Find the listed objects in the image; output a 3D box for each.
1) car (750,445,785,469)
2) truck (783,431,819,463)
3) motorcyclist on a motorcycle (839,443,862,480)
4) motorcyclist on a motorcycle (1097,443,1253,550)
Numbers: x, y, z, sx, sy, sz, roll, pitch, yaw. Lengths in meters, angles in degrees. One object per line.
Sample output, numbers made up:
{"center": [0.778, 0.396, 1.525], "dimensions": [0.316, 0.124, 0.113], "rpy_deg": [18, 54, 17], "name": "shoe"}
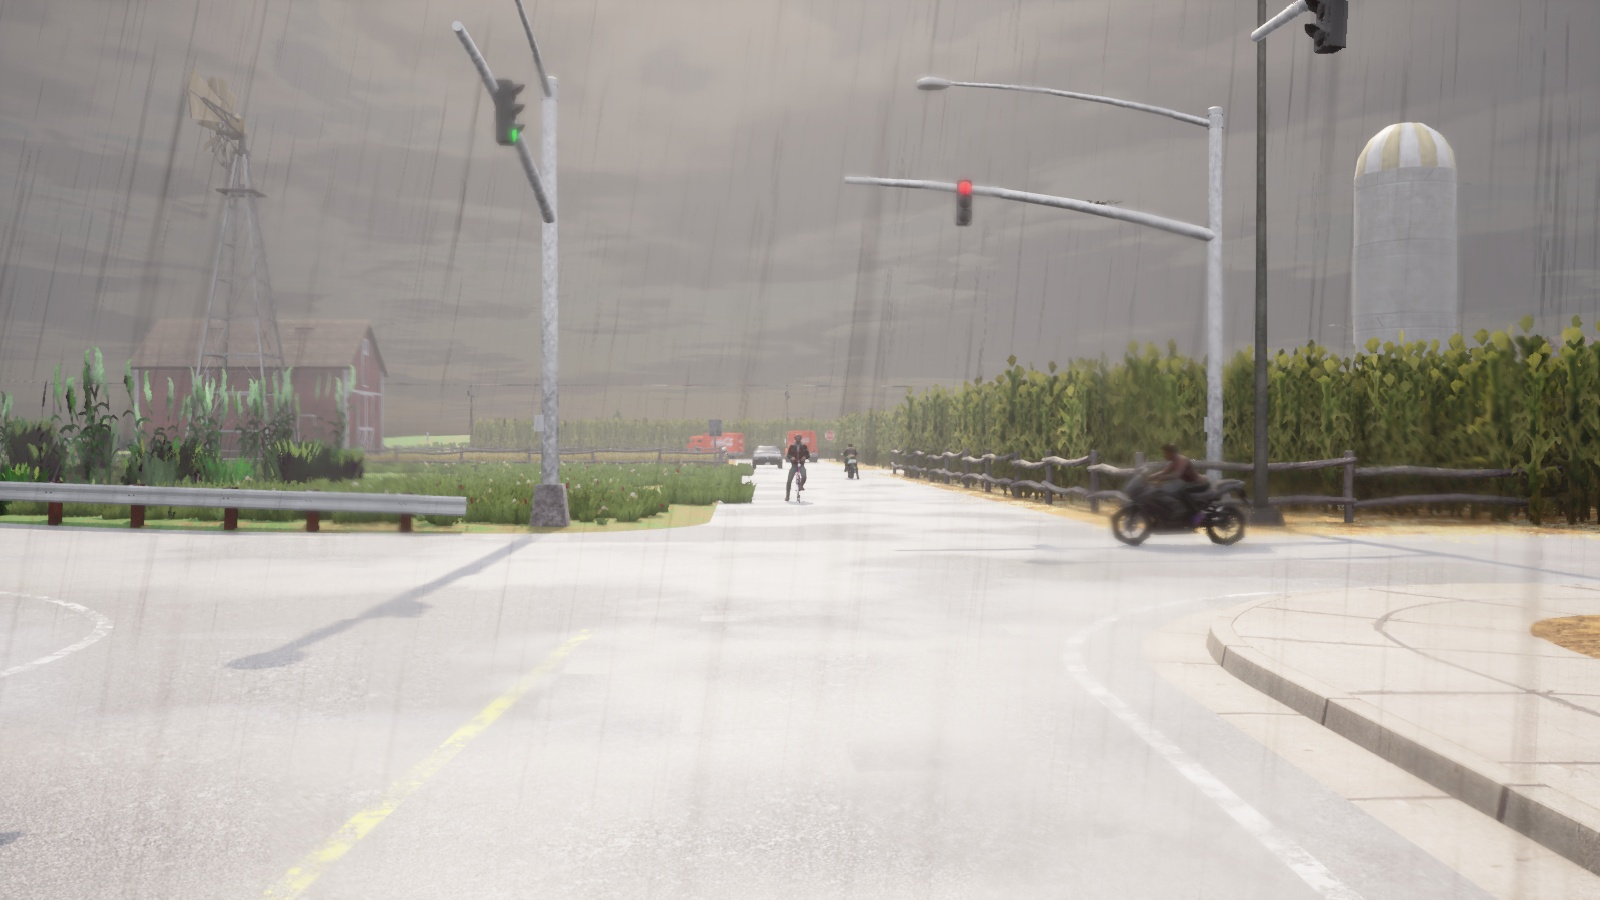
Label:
{"center": [-1.976, 0.401, 75.578], "dimensions": [2.033, 1.411, 5.357], "rpy_deg": [0, 0, -2], "name": "car"}
{"center": [0.070, -0.266, 99.124], "dimensions": [2.627, 2.467, 5.204], "rpy_deg": [0, 0, -2], "name": "truck"}
{"center": [2.136, 0.466, 52.930], "dimensions": [0.797, 1.523, 2.044], "rpy_deg": [0, 0, -3], "name": "motorcyclist on a motorcycle"}
{"center": [5.466, 0.664, 18.403], "dimensions": [2.044, 1.523, 0.797], "rpy_deg": [0, 0, -1], "name": "motorcyclist on a motorcycle"}
